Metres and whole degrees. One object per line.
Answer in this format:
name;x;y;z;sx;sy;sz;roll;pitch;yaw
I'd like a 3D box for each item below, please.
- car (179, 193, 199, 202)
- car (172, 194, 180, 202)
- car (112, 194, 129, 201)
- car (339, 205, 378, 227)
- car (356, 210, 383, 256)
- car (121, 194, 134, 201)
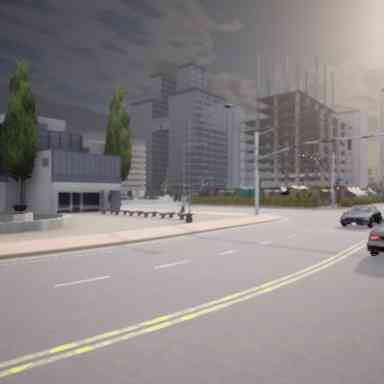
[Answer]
car;-0.384;1.616;76.648;1.970;1.475;3.806;0;0;40
car;-2.604;1.383;78.507;1.905;1.878;3.866;0;0;40
car;-19.917;1.431;92.906;1.932;1.855;4.605;0;0;40
car;11.730;1.607;22.822;2.033;1.411;5.357;0;0;38
car;8.062;1.580;12.526;2.033;1.411;5.357;0;0;40
car;-17.725;1.427;91.015;1.905;1.878;3.866;0;0;40
